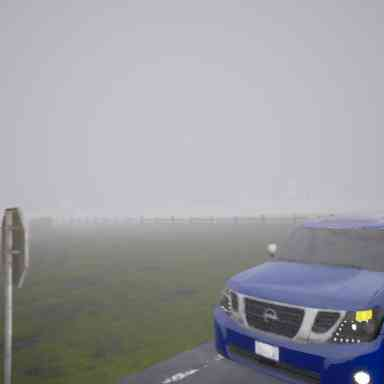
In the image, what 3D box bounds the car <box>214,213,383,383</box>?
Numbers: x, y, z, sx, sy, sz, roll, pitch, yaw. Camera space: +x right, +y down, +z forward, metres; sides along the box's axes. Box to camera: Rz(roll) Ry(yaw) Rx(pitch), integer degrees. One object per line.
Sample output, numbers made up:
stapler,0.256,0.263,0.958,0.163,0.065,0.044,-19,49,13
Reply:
car,2.795,1.421,5.604,5.566,2.045,2.150,1,-4,-44
